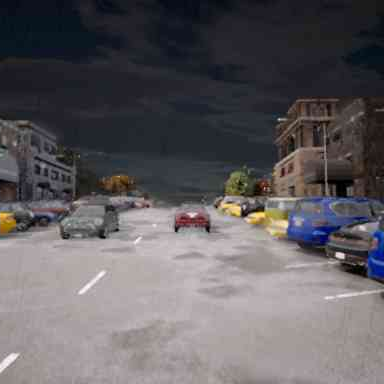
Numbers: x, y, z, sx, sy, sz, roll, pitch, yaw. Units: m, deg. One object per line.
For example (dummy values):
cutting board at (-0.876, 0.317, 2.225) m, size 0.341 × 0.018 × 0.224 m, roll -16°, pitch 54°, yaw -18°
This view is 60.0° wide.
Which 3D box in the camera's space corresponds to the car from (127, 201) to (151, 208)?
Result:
car at (-11.476, 2.757, 72.084) m, size 4.892 × 1.521 × 2.231 m, roll 0°, pitch -3°, yaw -20°

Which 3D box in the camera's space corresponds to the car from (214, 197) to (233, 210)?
car at (6.058, 1.798, 42.892) m, size 5.366 × 1.575 × 1.946 m, roll 1°, pitch -1°, yaw -20°

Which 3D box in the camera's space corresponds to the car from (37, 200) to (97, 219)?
car at (-11.568, 1.614, 31.045) m, size 5.008 × 1.535 × 2.097 m, roll -1°, pitch -1°, yaw -20°

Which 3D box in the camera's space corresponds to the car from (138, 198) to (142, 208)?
car at (-11.560, 2.202, 57.445) m, size 4.674 × 1.452 × 2.002 m, roll 0°, pitch -2°, yaw -20°

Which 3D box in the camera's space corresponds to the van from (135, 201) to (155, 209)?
van at (-11.500, 3.116, 80.814) m, size 4.442 × 1.987 × 1.878 m, roll 1°, pitch -4°, yaw -19°

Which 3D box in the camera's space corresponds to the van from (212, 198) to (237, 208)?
van at (6.177, 2.138, 63.870) m, size 4.442 × 1.987 × 1.878 m, roll 1°, pitch -3°, yaw -20°

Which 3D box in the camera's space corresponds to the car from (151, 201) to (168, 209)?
car at (-5.189, 2.217, 57.181) m, size 2.033 × 1.411 × 5.357 m, roll 0°, pitch -2°, yaw 1°

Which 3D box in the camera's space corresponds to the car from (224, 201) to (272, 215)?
car at (6.209, 1.730, 36.961) m, size 4.792 × 1.488 × 2.163 m, roll 1°, pitch -1°, yaw -20°

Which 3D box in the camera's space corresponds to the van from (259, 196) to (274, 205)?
van at (6.423, 1.316, 19.064) m, size 4.442 × 1.987 × 1.878 m, roll 1°, pitch -1°, yaw -20°

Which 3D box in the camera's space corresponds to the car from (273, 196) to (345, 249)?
car at (6.381, 1.275, 13.041) m, size 5.566 × 2.045 × 2.435 m, roll 1°, pitch 0°, yaw -20°

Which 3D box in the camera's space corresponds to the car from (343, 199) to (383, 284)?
car at (6.383, 1.263, 7.022) m, size 5.566 × 2.045 × 2.435 m, roll 1°, pitch 0°, yaw -20°

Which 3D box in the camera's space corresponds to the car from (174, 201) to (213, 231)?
car at (0.005, 1.404, 20.993) m, size 2.097 × 1.767 × 4.553 m, roll 0°, pitch 0°, yaw 0°

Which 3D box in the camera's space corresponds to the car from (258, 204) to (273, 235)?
car at (6.159, 1.527, 15.958) m, size 5.366 × 1.575 × 1.946 m, roll 1°, pitch 0°, yaw -20°

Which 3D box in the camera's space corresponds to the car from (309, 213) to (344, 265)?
car at (6.358, 1.521, 10.025) m, size 4.892 × 1.521 × 2.231 m, roll 1°, pitch 0°, yaw -20°

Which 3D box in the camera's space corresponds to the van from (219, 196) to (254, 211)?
van at (6.126, 1.636, 45.912) m, size 4.442 × 1.987 × 1.878 m, roll 1°, pitch -1°, yaw -20°

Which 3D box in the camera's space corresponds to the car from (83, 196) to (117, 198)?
car at (-11.607, 1.443, 36.902) m, size 5.566 × 2.045 × 2.435 m, roll -1°, pitch -1°, yaw -20°

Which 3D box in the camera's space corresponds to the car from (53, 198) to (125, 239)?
car at (-5.167, 1.396, 17.407) m, size 2.097 × 1.767 × 4.553 m, roll 0°, pitch 0°, yaw 0°

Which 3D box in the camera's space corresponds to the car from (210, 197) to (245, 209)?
car at (6.241, 1.920, 57.910) m, size 5.566 × 2.045 × 2.435 m, roll 1°, pitch -2°, yaw -20°

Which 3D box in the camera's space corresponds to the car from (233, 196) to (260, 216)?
car at (6.304, 1.318, 25.021) m, size 5.566 × 2.045 × 2.435 m, roll 1°, pitch -1°, yaw -20°

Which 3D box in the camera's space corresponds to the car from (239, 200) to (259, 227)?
car at (6.119, 1.546, 21.950) m, size 5.366 × 1.575 × 1.946 m, roll 1°, pitch 0°, yaw -20°

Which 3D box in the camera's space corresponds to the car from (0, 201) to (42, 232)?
car at (-11.474, 1.399, 19.318) m, size 4.553 × 1.767 × 2.185 m, roll -1°, pitch 0°, yaw -20°

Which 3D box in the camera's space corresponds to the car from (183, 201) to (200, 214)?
car at (-0.059, 1.764, 38.832) m, size 1.812 × 1.442 × 4.674 m, roll 0°, pitch -1°, yaw 0°

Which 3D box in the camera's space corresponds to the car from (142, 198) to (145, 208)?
car at (-11.548, 2.292, 60.383) m, size 4.674 × 1.452 × 2.002 m, roll 0°, pitch -2°, yaw -20°

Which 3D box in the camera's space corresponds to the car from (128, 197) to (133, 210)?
car at (-11.552, 1.955, 48.661) m, size 4.792 × 1.488 × 2.163 m, roll 0°, pitch -2°, yaw -20°

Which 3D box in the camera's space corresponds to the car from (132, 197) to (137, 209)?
car at (-11.580, 1.998, 51.579) m, size 5.008 × 1.535 × 2.097 m, roll 0°, pitch -2°, yaw -20°

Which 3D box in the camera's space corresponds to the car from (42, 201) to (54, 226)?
car at (-11.525, 1.578, 22.250) m, size 4.674 × 1.452 × 2.002 m, roll -1°, pitch -1°, yaw -20°

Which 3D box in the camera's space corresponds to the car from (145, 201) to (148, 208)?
car at (-11.502, 2.380, 63.316) m, size 4.792 × 1.488 × 2.163 m, roll 0°, pitch -2°, yaw -20°

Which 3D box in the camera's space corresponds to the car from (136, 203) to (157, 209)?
car at (-11.348, 3.578, 83.749) m, size 4.892 × 1.521 × 2.231 m, roll 1°, pitch -4°, yaw -19°

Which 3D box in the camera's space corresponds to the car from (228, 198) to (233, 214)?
car at (6.425, 1.623, 31.056) m, size 5.366 × 1.575 × 1.946 m, roll 1°, pitch -1°, yaw -20°

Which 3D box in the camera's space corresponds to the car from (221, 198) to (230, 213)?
car at (6.070, 1.651, 33.919) m, size 5.366 × 1.575 × 1.946 m, roll 1°, pitch -1°, yaw -20°

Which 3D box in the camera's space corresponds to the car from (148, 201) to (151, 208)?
car at (-11.500, 2.601, 69.161) m, size 5.008 × 1.535 × 2.097 m, roll 0°, pitch -3°, yaw -20°

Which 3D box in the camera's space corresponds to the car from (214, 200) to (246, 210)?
car at (6.276, 2.116, 54.940) m, size 4.792 × 1.488 × 2.163 m, roll 1°, pitch -2°, yaw -20°

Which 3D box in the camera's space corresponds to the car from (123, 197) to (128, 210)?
car at (-11.553, 1.732, 45.722) m, size 4.553 × 1.767 × 2.185 m, roll 0°, pitch -1°, yaw -20°

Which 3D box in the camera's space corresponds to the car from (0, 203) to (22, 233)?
car at (-11.475, 1.515, 16.375) m, size 5.008 × 1.535 × 2.097 m, roll -1°, pitch 0°, yaw -20°

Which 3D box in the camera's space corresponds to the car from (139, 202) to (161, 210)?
car at (-11.263, 3.861, 89.627) m, size 5.566 × 2.045 × 2.435 m, roll 1°, pitch -6°, yaw -19°

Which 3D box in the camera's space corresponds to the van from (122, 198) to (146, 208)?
van at (-11.626, 2.240, 66.204) m, size 4.442 × 1.987 × 1.878 m, roll 0°, pitch -2°, yaw -20°

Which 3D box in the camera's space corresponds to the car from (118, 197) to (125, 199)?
car at (-11.577, 1.799, 42.781) m, size 4.892 × 1.521 × 2.231 m, roll 0°, pitch -1°, yaw -20°

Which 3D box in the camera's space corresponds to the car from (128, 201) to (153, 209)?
car at (-11.618, 2.927, 74.936) m, size 5.366 × 1.575 × 1.946 m, roll 0°, pitch -4°, yaw -20°

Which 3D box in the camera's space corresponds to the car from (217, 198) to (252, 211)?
car at (6.205, 1.806, 48.941) m, size 4.553 × 1.767 × 2.185 m, roll 1°, pitch -2°, yaw -20°
